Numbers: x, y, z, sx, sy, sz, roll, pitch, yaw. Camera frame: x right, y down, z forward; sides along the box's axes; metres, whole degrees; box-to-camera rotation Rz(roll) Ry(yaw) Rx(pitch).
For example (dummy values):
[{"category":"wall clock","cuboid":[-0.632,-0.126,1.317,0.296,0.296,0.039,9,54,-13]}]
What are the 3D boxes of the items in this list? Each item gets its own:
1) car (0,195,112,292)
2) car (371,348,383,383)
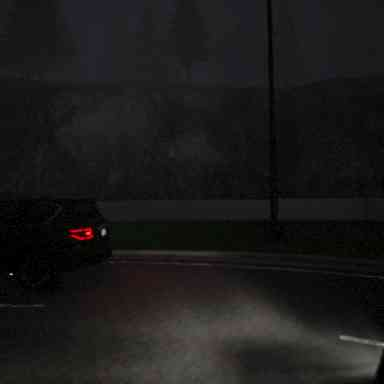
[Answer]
[{"category":"car","cuboid":[-4.840,1.150,8.191,5.566,2.045,2.150,-2,1,2]},{"category":"car","cuboid":[3.464,1.205,1.627,4.553,1.767,2.097,0,2,44]}]
